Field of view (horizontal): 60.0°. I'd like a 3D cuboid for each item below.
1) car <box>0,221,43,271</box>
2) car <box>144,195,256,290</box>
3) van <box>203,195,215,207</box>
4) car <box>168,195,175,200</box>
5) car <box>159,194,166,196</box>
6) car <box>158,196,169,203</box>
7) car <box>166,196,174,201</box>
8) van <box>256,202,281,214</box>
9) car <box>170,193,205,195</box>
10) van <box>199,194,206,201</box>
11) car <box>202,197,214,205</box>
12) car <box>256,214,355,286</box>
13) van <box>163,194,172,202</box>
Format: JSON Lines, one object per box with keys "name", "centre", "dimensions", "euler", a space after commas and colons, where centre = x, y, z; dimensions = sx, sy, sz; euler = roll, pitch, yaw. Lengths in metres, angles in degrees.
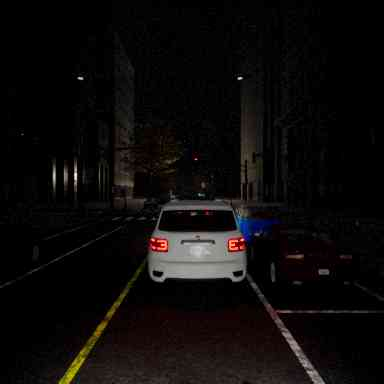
{"name": "car", "centre": [-5.784, 1.546, 9.237], "dimensions": [1.887, 1.381, 4.507], "euler": [0, 0, 0]}
{"name": "car", "centre": [0.102, 1.223, 9.198], "dimensions": [2.150, 2.045, 5.566], "euler": [0, 0, 0]}
{"name": "van", "centre": [2.724, 1.371, 52.735], "dimensions": [1.690, 1.788, 3.998], "euler": [0, 0, 0]}
{"name": "car", "centre": [-5.835, 1.613, 94.763], "dimensions": [1.752, 1.417, 4.829], "euler": [0, 0, 0]}
{"name": "car", "centre": [-5.806, 1.580, 57.910], "dimensions": [1.887, 1.381, 4.507], "euler": [0, 0, 0]}
{"name": "car", "centre": [-5.814, 1.598, 68.488], "dimensions": [2.008, 1.369, 4.403], "euler": [0, 0, 0]}
{"name": "car", "centre": [-5.831, 1.645, 89.643], "dimensions": [1.947, 1.339, 4.313], "euler": [0, 0, 0]}
{"name": "van", "centre": [2.768, 1.344, 14.750], "dimensions": [1.690, 1.788, 3.998], "euler": [0, 0, 0]}
{"name": "car", "centre": [0.084, 1.227, 19.559], "dimensions": [2.150, 2.045, 5.566], "euler": [0, 0, 0]}
{"name": "van", "centre": [2.699, 1.413, 85.214], "dimensions": [1.690, 1.788, 3.998], "euler": [0, 0, 0]}
{"name": "car", "centre": [2.719, 1.601, 58.148], "dimensions": [1.947, 1.339, 4.313], "euler": [0, 0, 0]}
{"name": "car", "centre": [2.771, 1.546, 9.225], "dimensions": [1.887, 1.381, 4.507], "euler": [0, 0, 0]}
{"name": "van", "centre": [-5.822, 1.404, 79.066], "dimensions": [1.690, 1.788, 3.998], "euler": [0, 0, 0]}
